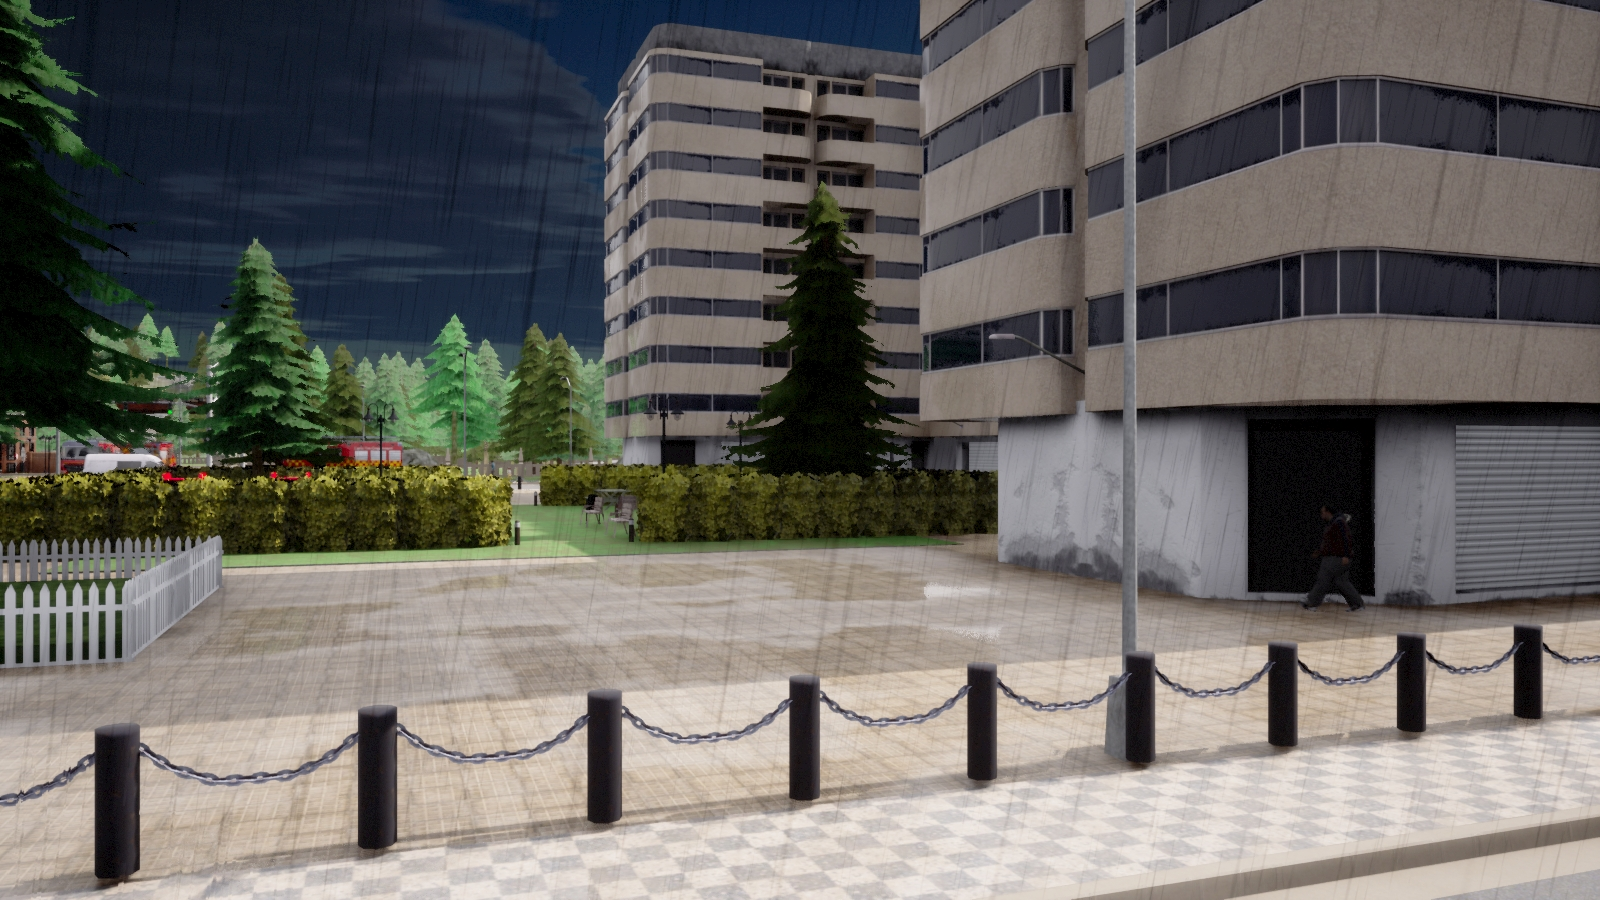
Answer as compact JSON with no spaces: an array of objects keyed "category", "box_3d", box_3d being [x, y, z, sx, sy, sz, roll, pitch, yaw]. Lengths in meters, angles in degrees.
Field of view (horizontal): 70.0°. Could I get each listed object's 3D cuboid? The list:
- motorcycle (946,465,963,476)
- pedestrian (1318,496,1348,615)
[{"category":"motorcycle","box_3d":[16.084,2.131,119.009,0.803,1.199,2.033,0,0,-20]},{"category":"pedestrian","box_3d":[8.533,1.672,18.300,0.375,1.860,0.375,0,0,15]}]
